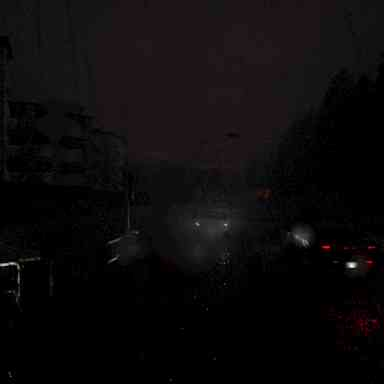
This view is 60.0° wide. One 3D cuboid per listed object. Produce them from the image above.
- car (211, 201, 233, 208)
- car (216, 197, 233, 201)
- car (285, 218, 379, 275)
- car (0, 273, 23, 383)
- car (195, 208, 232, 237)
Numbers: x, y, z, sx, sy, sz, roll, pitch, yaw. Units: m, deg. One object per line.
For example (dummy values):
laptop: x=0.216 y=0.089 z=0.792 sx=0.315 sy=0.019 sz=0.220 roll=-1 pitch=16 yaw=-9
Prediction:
car: x=2.840 y=1.893 z=32.899 sx=1.812 sy=1.442 sz=4.674 roll=0 pitch=-1 yaw=6
car: x=4.843 y=1.807 z=49.383 sx=2.150 sy=2.045 sz=5.566 roll=0 pitch=-1 yaw=7
car: x=4.328 y=1.615 z=10.906 sx=1.837 sy=1.490 sz=4.892 roll=-1 pitch=0 yaw=6
car: x=-2.980 y=1.403 z=3.318 sx=2.097 sy=1.767 sz=4.553 roll=0 pitch=-1 yaw=-31
car: x=1.289 y=1.824 z=19.660 sx=1.895 sy=1.301 sz=4.718 roll=0 pitch=-1 yaw=7
